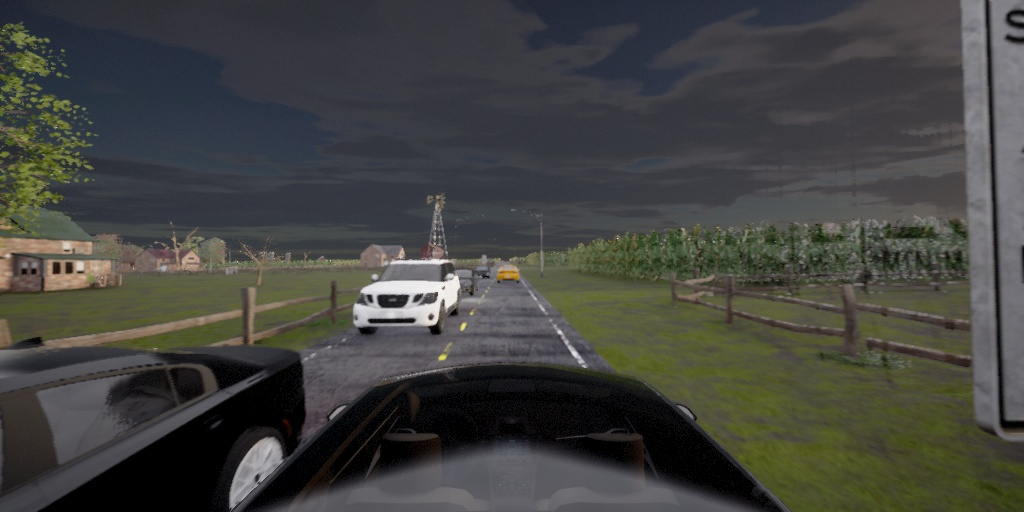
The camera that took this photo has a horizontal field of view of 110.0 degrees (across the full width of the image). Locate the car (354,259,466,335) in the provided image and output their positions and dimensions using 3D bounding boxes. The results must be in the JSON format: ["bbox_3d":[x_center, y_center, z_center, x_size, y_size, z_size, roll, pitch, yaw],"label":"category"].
[{"bbox_3d":[-2.943,1.100,11.386,2.150,2.045,5.566,0,-1,-1],"label":"car"}]

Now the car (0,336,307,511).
[{"bbox_3d":[-2.840,1.236,1.270,1.882,1.535,5.008,0,-1,0],"label":"car"}]

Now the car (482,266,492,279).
[{"bbox_3d":[-3.212,1.820,39.415,2.033,1.411,5.357,0,-1,-1],"label":"car"}]

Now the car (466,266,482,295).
[{"bbox_3d":[-3.071,1.506,21.806,1.837,1.490,4.892,0,-1,-1],"label":"car"}]

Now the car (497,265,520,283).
[{"bbox_3d":[-0.317,1.590,32.520,1.882,1.535,5.008,0,-1,0],"label":"car"}]
